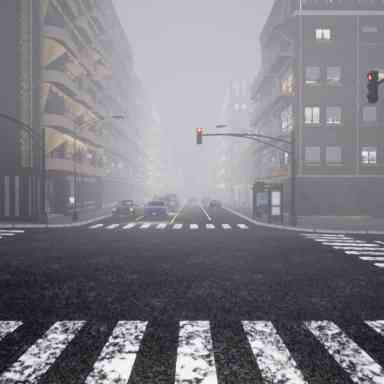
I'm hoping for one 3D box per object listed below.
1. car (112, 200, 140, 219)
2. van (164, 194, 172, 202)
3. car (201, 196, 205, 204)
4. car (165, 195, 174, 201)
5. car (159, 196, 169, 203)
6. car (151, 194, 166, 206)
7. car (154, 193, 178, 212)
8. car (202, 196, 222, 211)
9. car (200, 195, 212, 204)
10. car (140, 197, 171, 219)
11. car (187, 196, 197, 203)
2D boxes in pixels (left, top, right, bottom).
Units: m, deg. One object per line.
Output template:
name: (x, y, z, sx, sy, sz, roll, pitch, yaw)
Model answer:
car: (-5.713, 1.438, 29.202, 1.967, 1.590, 4.097, 0, 0, 0)
van: (-5.748, 1.337, 79.951, 1.690, 1.788, 3.998, 0, 0, 0)
car: (2.656, 1.542, 46.118, 1.887, 1.381, 4.507, 0, 0, 0)
car: (-5.751, 1.546, 85.590, 2.008, 1.369, 4.403, 0, 0, 0)
car: (-5.740, 1.522, 68.503, 1.752, 1.417, 4.829, 0, 0, 0)
car: (-5.733, 1.312, 57.395, 2.192, 1.841, 5.009, 0, 0, 0)
car: (-3.114, 1.349, 38.913, 2.097, 1.767, 4.553, 0, 0, 0)
car: (2.660, 1.548, 40.480, 2.008, 1.369, 4.403, 0, 0, 0)
car: (2.644, 1.437, 63.035, 1.967, 1.590, 4.097, 0, 0, 0)
car: (-3.108, 1.475, 29.285, 1.882, 1.535, 5.008, 0, 0, -1)
car: (0.051, 1.561, 69.704, 1.994, 1.385, 4.181, 0, 0, 0)
